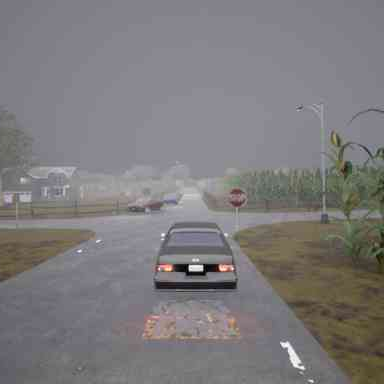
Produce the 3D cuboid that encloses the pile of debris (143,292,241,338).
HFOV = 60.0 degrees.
[{"bbox_3d":[-0.004,2.158,5.998,1.500,0.140,1.860,0,0,0],"label":"pile of debris"}]

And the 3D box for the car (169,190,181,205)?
[{"bbox_3d":[-2.859,0.936,44.758,1.882,1.535,5.008,0,1,0],"label":"car"}]

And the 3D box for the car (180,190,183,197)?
[{"bbox_3d":[-2.834,0.704,55.874,2.033,1.411,5.357,0,2,0],"label":"car"}]

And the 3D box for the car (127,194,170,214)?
[{"bbox_3d":[-4.204,1.194,31.182,1.882,1.535,5.008,0,1,20],"label":"car"}]

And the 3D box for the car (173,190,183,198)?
[{"bbox_3d":[-2.802,0.341,67.389,1.994,1.385,4.181,0,2,0],"label":"car"}]

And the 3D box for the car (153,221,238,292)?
[{"bbox_3d":[0.076,1.510,8.985,2.033,1.411,5.357,0,0,0],"label":"car"}]
